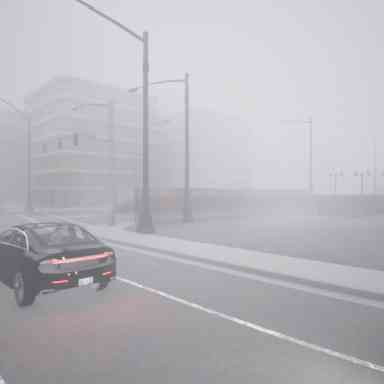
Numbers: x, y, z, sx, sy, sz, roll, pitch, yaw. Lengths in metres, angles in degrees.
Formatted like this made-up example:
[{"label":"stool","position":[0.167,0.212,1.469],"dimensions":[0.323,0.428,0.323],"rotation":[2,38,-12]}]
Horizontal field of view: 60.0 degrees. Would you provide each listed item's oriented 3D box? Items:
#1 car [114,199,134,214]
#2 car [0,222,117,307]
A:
[{"label":"car","position":[-6.356,1.491,34.936],"dimensions":[4.902,1.511,2.128],"rotation":[0,0,-44]},{"label":"car","position":[-3.683,1.492,8.121],"dimensions":[2.128,1.511,4.902],"rotation":[0,0,-43]}]
